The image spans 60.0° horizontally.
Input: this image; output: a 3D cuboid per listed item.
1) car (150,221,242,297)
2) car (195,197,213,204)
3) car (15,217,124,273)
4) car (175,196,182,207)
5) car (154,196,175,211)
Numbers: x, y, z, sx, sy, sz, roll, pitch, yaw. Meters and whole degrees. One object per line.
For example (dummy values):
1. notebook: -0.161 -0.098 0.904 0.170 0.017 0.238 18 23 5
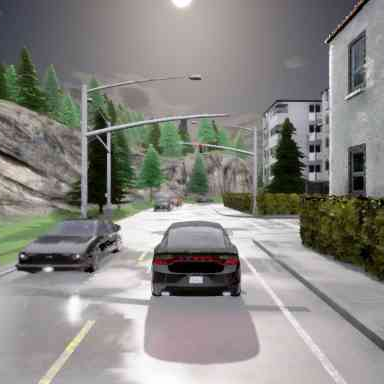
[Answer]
1. car: 0.097 1.478 8.646 1.882 1.535 5.008 0 0 0
2. car: 2.400 1.564 64.491 1.994 1.385 4.181 0 0 34
3. car: -3.577 1.547 10.929 2.033 1.411 5.357 0 0 0
4. car: -2.859 1.353 50.237 2.097 1.767 4.553 0 0 9
5. car: -3.413 1.505 39.848 1.837 1.490 4.892 0 0 2
